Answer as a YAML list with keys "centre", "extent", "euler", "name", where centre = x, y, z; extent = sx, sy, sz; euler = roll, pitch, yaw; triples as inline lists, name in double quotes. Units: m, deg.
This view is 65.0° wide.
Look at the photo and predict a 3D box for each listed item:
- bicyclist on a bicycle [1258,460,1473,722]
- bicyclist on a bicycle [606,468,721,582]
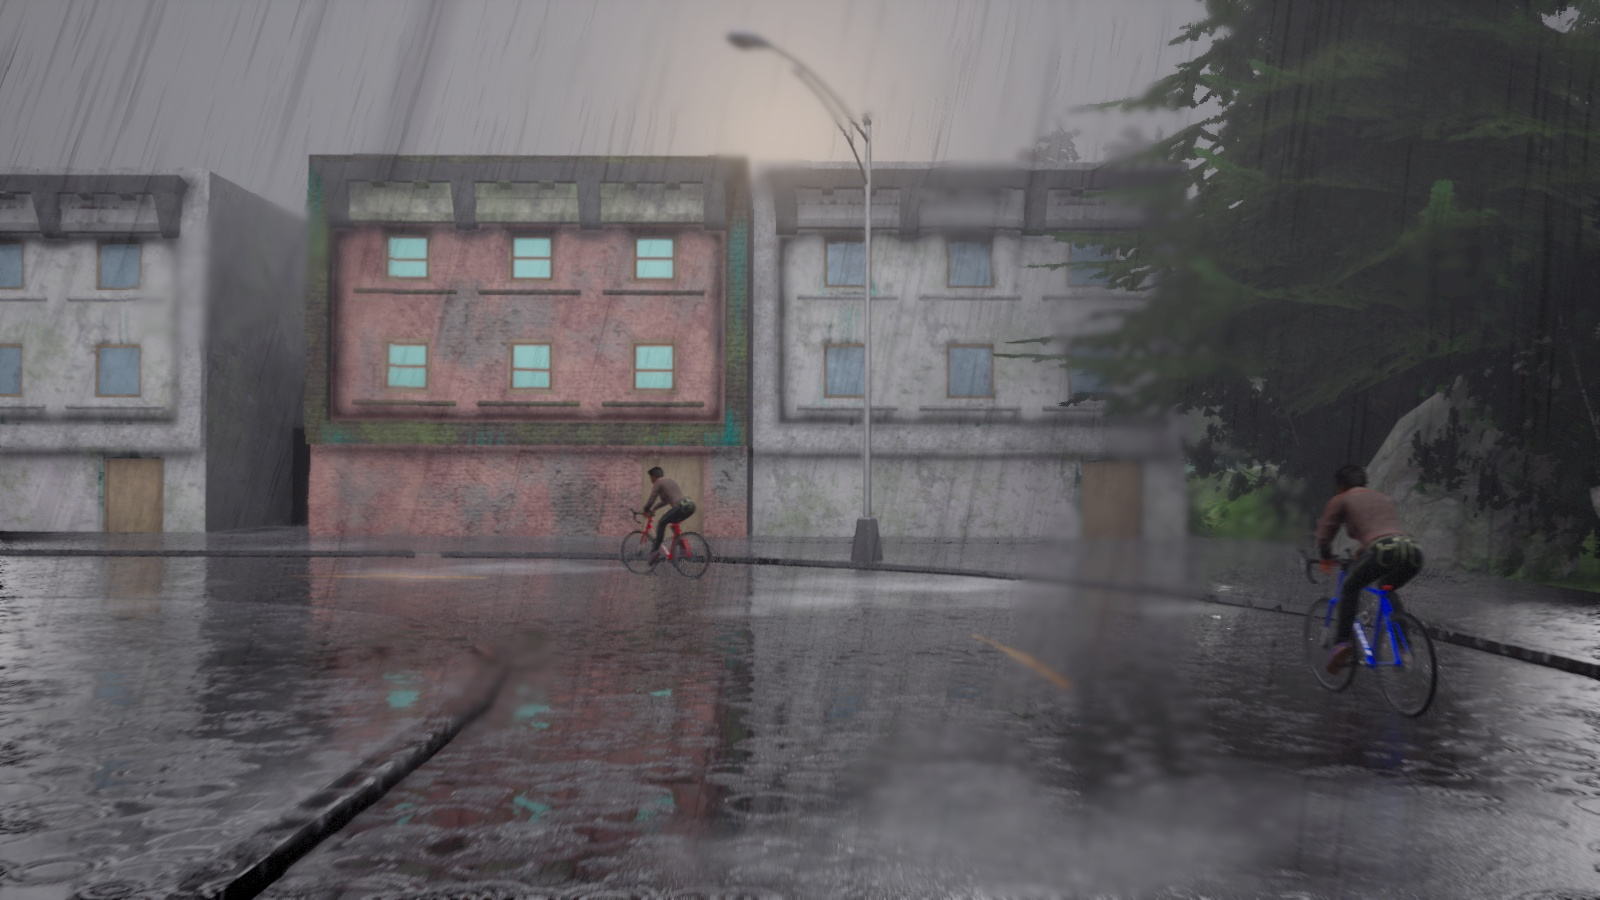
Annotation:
- centre: [3.839, 0.898, 8.680]
  extent: [0.582, 1.620, 1.656]
  euler: [-1, -1, -5]
  name: "bicyclist on a bicycle"
- centre: [-2.032, 1.089, 18.582]
  extent: [1.656, 1.620, 0.582]
  euler: [-1, 0, 32]
  name: "bicyclist on a bicycle"
